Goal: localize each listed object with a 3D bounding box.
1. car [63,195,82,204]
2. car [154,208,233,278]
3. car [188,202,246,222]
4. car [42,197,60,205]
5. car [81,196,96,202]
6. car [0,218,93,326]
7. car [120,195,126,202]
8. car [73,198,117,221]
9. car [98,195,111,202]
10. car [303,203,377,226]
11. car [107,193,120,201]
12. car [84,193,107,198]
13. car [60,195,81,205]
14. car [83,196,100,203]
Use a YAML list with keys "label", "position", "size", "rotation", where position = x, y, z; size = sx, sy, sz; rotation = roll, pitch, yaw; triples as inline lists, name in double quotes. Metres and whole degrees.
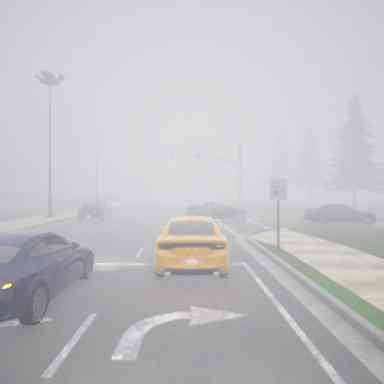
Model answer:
- label: "car"
  position: [-23.114, 1.377, 64.531]
  size: [1.882, 1.535, 5.008]
  rotation: [0, 0, 0]
- label: "car"
  position: [-0.025, 1.461, 10.177]
  size: [1.882, 1.535, 5.008]
  rotation: [0, 0, -1]
- label: "car"
  position: [1.802, 1.452, 24.202]
  size: [4.902, 1.511, 2.128]
  rotation: [0, -1, -35]
- label: "car"
  position: [-23.138, 1.515, 55.394]
  size: [1.895, 1.301, 4.718]
  rotation: [0, 0, 0]
- label: "car"
  position: [-23.088, 1.478, 74.447]
  size: [1.895, 1.301, 4.718]
  rotation: [0, 0, 0]
- label: "car"
  position: [-3.490, 1.515, 6.889]
  size: [1.812, 1.442, 4.674]
  rotation: [0, 0, -1]
- label: "car"
  position: [-16.087, 1.359, 74.849]
  size: [1.882, 1.535, 5.008]
  rotation: [0, 0, 0]
- label: "car"
  position: [-7.607, 1.464, 26.466]
  size: [1.837, 1.490, 4.892]
  rotation: [0, 0, -2]
- label: "car"
  position: [-19.588, 1.435, 74.656]
  size: [1.994, 1.385, 4.181]
  rotation: [0, 0, 0]
- label: "car"
  position: [9.915, 1.487, 22.471]
  size: [4.674, 1.442, 1.812]
  rotation: [0, -1, 3]
- label: "car"
  position: [-16.114, 1.119, 64.527]
  size: [2.150, 2.045, 5.566]
  rotation: [0, 0, 0]
- label: "car"
  position: [-16.138, 1.265, 55.216]
  size: [2.097, 1.767, 4.553]
  rotation: [0, 0, 0]
- label: "car"
  position: [-19.637, 1.461, 55.735]
  size: [2.033, 1.411, 5.357]
  rotation: [0, 0, 0]
- label: "car"
  position: [-19.613, 1.461, 64.945]
  size: [1.994, 1.385, 4.181]
  rotation: [0, 0, 0]
